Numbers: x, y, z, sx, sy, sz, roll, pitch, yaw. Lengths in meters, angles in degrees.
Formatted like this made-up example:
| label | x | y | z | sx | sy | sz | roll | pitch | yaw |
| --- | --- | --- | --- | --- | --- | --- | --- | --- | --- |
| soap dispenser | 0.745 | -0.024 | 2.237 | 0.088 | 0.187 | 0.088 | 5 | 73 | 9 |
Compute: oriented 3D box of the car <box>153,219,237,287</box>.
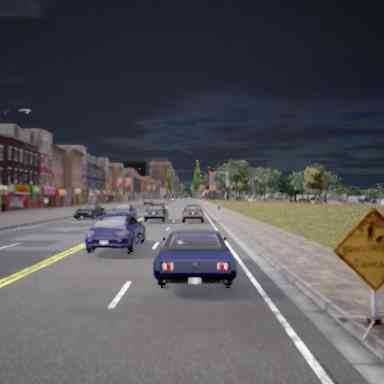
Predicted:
| label | x | y | z | sx | sy | sz | roll | pitch | yaw |
| --- | --- | --- | --- | --- | --- | --- | --- | --- | --- |
| car | 0.078 | 1.702 | 9.592 | 1.895 | 1.301 | 4.718 | 0 | -1 | 0 |

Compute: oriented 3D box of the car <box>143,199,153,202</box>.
| label | x | y | z | sx | sy | sz | roll | pitch | yaw |
| --- | --- | --- | --- | --- | --- | --- | --- | --- | --- |
| car | -9.731 | 2.285 | 73.709 | 1.882 | 1.535 | 5.008 | 0 | -1 | 0 |

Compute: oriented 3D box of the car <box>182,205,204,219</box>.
| label | x | y | z | sx | sy | sz | roll | pitch | yaw |
| --- | --- | --- | --- | --- | --- | --- | --- | --- | --- |
| car | 0.102 | 1.868 | 29.847 | 2.033 | 1.411 | 5.357 | 0 | -1 | 0 |

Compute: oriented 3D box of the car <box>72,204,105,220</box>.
| label | x | y | z | sx | sy | sz | roll | pitch | yaw |
| --- | --- | --- | --- | --- | --- | --- | --- | --- | --- |
| car | -9.842 | 1.897 | 32.333 | 2.033 | 1.411 | 5.357 | 0 | -1 | 0 |

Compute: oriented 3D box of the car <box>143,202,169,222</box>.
| label | x | y | z | sx | sy | sz | roll | pitch | yaw |
| --- | --- | --- | --- | --- | --- | --- | --- | --- | --- |
| car | -3.149 | 1.868 | 29.838 | 2.033 | 1.411 | 5.357 | 0 | -1 | 0 |

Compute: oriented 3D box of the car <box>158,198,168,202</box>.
| label | x | y | z | sx | sy | sz | roll | pitch | yaw |
| --- | --- | --- | --- | --- | --- | --- | --- | --- | --- |
| car | -6.481 | 2.163 | 73.740 | 2.097 | 1.767 | 4.553 | 0 | -1 | 0 |

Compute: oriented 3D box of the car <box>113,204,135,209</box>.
| label | x | y | z | sx | sy | sz | roll | pitch | yaw |
| --- | --- | --- | --- | --- | --- | --- | --- | --- | --- |
| car | -6.591 | 1.875 | 32.333 | 1.812 | 1.442 | 4.674 | 0 | -1 | 0 |

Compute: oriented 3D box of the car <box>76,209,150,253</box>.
| label | x | y | z | sx | sy | sz | roll | pitch | yaw |
| --- | --- | --- | --- | --- | --- | --- | --- | --- | --- |
| car | -3.161 | 1.676 | 14.282 | 1.812 | 1.442 | 4.674 | 0 | -1 | 0 |

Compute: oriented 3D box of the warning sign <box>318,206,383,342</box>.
| label | x | y | z | sx | sy | sz | roll | pitch | yaw |
| --- | --- | --- | --- | --- | --- | --- | --- | --- | --- |
| warning sign | 2.836 | 1.170 | 5.190 | 1.300 | 1.860 | 1.060 | -1 | -2 | 0 |
